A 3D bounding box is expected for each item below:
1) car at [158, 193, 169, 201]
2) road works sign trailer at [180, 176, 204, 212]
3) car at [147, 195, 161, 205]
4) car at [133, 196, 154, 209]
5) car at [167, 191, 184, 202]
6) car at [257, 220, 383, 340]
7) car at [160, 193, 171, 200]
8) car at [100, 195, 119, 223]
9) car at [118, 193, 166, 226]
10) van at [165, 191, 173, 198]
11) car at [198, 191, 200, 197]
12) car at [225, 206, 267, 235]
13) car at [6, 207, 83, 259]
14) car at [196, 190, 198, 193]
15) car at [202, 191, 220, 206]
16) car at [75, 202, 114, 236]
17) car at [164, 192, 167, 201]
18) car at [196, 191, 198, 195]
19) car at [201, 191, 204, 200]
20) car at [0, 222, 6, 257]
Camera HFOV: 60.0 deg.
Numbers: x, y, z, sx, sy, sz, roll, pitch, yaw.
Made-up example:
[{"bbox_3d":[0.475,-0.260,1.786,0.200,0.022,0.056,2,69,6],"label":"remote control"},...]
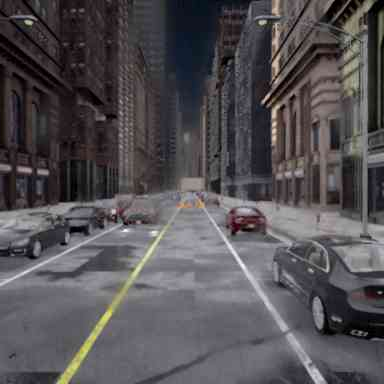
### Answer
[{"bbox_3d":[-5.819,1.005,68.012,1.887,1.381,4.507,0,0,0],"label":"car"},{"bbox_3d":[-0.030,0.189,34.290,2.380,3.560,2.880,0,0,0],"label":"road works sign trailer"},{"bbox_3d":[-5.804,1.174,51.208,1.802,1.307,4.206,0,0,0],"label":"car"},{"bbox_3d":[-5.795,1.225,40.005,1.887,1.381,4.507,0,0,0],"label":"car"},{"bbox_3d":[-3.087,0.998,62.422,2.128,1.511,4.902,0,0,1],"label":"car"},{"bbox_3d":[2.760,1.498,6.407,2.008,1.369,4.403,0,0,0],"label":"car"},{"bbox_3d":[-5.824,0.961,73.615,1.887,1.381,4.507,0,0,0],"label":"car"},{"bbox_3d":[-5.779,1.254,23.199,1.967,1.590,4.097,0,0,0],"label":"car"},{"bbox_3d":[-3.118,1.177,21.692,2.097,1.767,4.553,0,0,0],"label":"car"},{"bbox_3d":[-5.833,0.670,84.817,1.690,1.788,3.998,0,0,0],"label":"van"},{"bbox_3d":[2.706,1.005,68.029,1.887,1.381,4.507,0,0,0],"label":"car"},{"bbox_3d":[2.750,1.403,17.611,1.887,1.381,4.507,0,0,0],"label":"car"},{"bbox_3d":[-5.770,1.454,11.996,2.008,1.369,4.403,0,0,0],"label":"car"},{"bbox_3d":[2.687,0.725,90.436,1.967,1.590,4.097,0,0,0],"label":"car"},{"bbox_3d":[2.726,1.076,45.620,1.967,1.590,4.097,0,0,0],"label":"car"},{"bbox_3d":[-5.775,1.424,17.599,1.947,1.339,4.313,0,0,0],"label":"car"},{"bbox_3d":[-5.809,1.075,56.639,1.752,1.417,4.829,0,0,0],"label":"car"},{"bbox_3d":[2.692,0.873,84.835,1.887,1.381,4.507,0,0,0],"label":"car"},{"bbox_3d":[2.716,1.072,56.995,1.752,1.417,4.829,0,0,0],"label":"car"},{"bbox_3d":[-5.765,1.475,6.225,1.752,1.417,4.829,0,0,0],"label":"car"}]
